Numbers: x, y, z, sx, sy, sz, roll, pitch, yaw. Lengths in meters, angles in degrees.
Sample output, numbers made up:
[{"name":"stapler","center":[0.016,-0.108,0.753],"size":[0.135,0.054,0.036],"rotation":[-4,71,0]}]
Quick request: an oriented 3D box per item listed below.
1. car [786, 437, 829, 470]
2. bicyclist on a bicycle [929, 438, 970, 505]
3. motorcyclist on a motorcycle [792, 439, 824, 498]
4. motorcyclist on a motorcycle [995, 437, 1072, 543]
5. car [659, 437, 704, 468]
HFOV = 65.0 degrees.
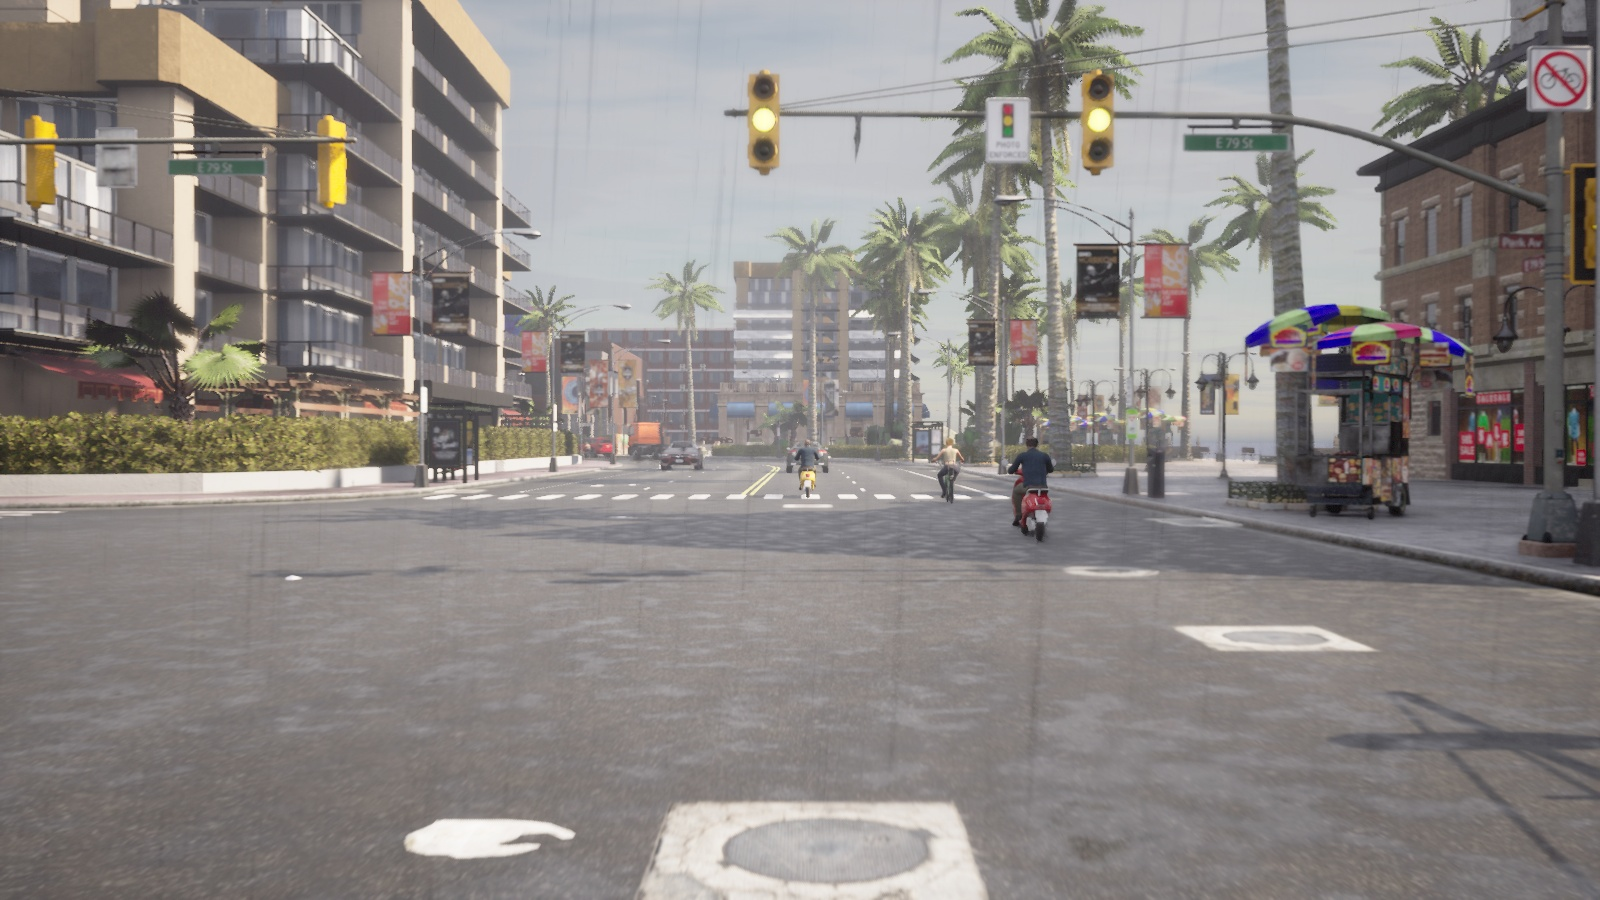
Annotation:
[{"name":"car","center":[0.383,0.162,64.444],"size":[2.152,1.651,5.027],"rotation":[0,0,0]},{"name":"bicyclist on a bicycle","center":[3.687,0.511,31.100],"size":[0.866,1.612,1.509],"rotation":[0,0,1]},{"name":"motorcyclist on a motorcycle","center":[0.214,0.503,34.990],"size":[0.866,1.590,1.817],"rotation":[0,0,0]},{"name":"motorcyclist on a motorcycle","center":[3.628,0.592,19.659],"size":[0.866,1.590,1.817],"rotation":[0,0,0]},{"name":"car","center":[-6.597,0.123,70.437],"size":[2.152,1.651,5.027],"rotation":[0,0,-1]}]
